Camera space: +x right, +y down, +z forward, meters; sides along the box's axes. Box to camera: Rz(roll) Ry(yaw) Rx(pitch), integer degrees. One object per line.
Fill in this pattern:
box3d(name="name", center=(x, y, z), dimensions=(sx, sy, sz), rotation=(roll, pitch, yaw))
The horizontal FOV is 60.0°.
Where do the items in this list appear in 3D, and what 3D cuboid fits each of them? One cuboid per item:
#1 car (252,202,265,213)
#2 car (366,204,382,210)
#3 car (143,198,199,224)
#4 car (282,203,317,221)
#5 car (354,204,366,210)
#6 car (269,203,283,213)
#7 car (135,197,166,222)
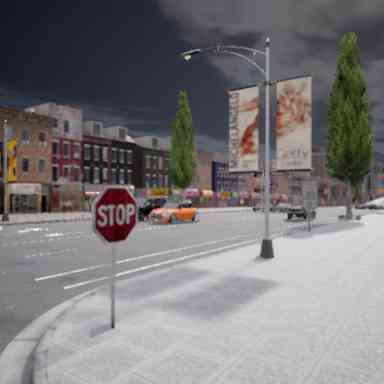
box3d(name="car", center=(10.638, 2.276, 49.599), dimensions=(1.837, 1.490, 4.892), rotation=(0, -2, 35))
box3d(name="car", center=(43.998, 3.632, 80.360), dimensions=(1.837, 1.490, 4.892), rotation=(0, -2, 35))
box3d(name="car", center=(-1.411, 1.585, 26.766), dimensions=(2.097, 1.767, 4.553), rotation=(0, -1, 35))
box3d(name="car", center=(10.922, 1.998, 32.917), dimensions=(1.837, 1.490, 4.892), rotation=(0, -1, 35))
box3d(name="car", center=(41.588, 3.733, 82.586), dimensions=(1.895, 1.301, 4.718), rotation=(0, -2, 35))
box3d(name="car", center=(12.928, 2.291, 47.209), dimensions=(1.812, 1.442, 4.674), rotation=(0, -1, 35))
box3d(name="car", center=(-4.041, 1.443, 28.676), dimensions=(2.150, 2.045, 5.566), rotation=(0, -1, 35))
